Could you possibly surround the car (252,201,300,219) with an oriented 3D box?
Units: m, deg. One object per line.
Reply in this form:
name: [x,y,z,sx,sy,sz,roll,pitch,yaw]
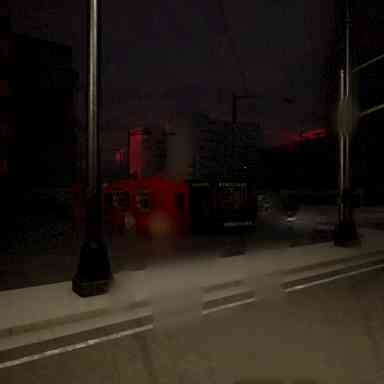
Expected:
car: [7.526,1.724,31.184,1.994,1.385,4.181,0,-1,-36]
